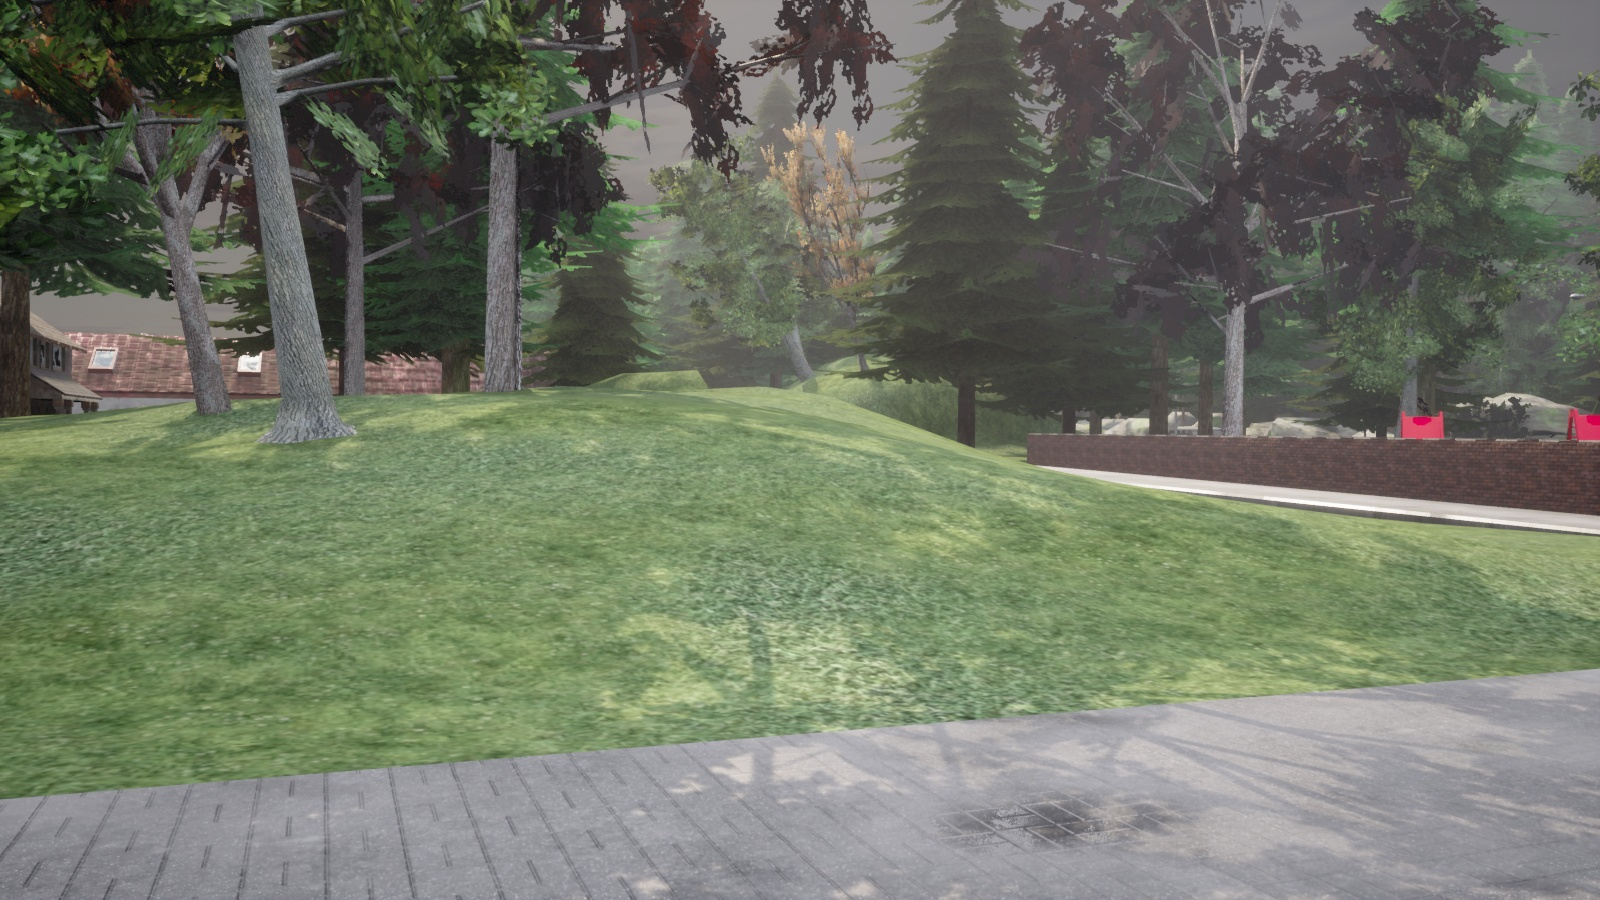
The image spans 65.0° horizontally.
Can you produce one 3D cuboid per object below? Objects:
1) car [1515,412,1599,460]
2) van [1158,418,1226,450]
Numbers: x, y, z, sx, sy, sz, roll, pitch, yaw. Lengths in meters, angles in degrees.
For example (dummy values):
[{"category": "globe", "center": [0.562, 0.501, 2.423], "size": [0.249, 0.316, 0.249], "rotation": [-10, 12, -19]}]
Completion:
[{"category": "car", "center": [31.937, -0.595, 51.851], "size": [1.905, 1.878, 3.866], "rotation": [-1, 1, -21]}, {"category": "van", "center": [25.176, -1.035, 80.754], "size": [1.775, 1.987, 4.442], "rotation": [-1, 1, -21]}]
